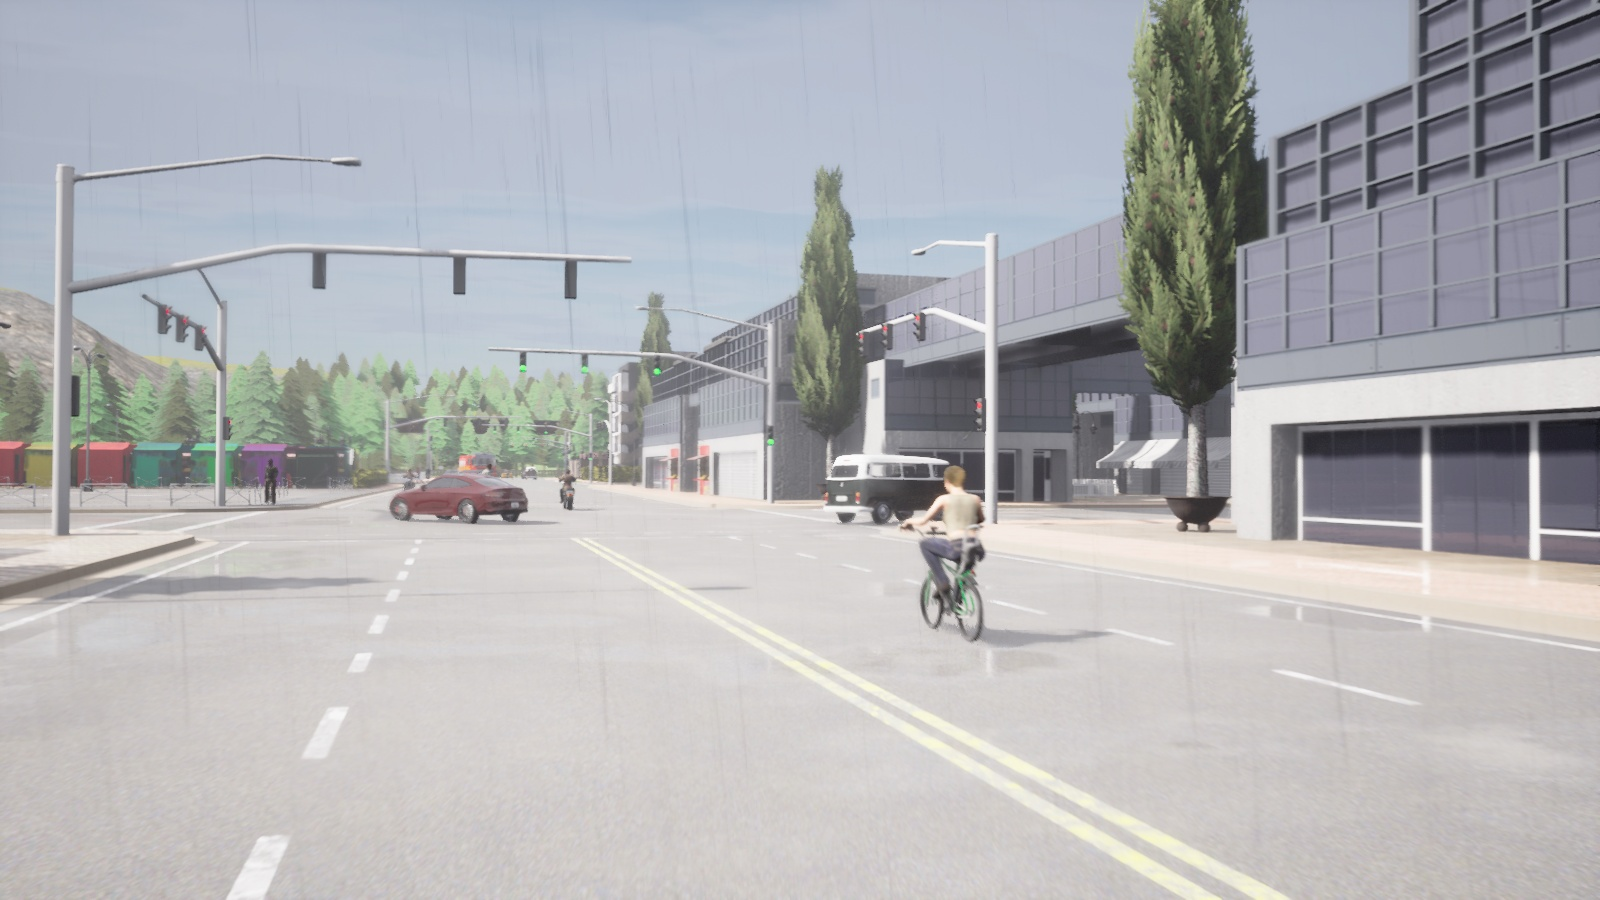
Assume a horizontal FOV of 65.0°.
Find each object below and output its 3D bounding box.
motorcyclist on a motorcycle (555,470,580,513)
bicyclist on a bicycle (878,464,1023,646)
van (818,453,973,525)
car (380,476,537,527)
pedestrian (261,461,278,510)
[{"bbox_3d":[-9.260,1.639,49.945,0.766,1.649,2.350,0,-1,-16],"label":"motorcyclist on a motorcycle"},{"bbox_3d":[1.403,0.947,12.018,0.866,1.612,1.509,0,-1,-15],"label":"bicyclist on a bicycle"},{"bbox_3d":[2.919,1.160,37.914,4.480,2.038,2.069,1,-2,-40],"label":"van"},{"bbox_3d":[-10.231,1.510,37.502,4.674,1.442,1.812,-1,-1,32],"label":"car"},{"bbox_3d":[-20.800,1.382,49.280,0.395,1.930,0.692,0,-1,-3],"label":"pedestrian"}]
